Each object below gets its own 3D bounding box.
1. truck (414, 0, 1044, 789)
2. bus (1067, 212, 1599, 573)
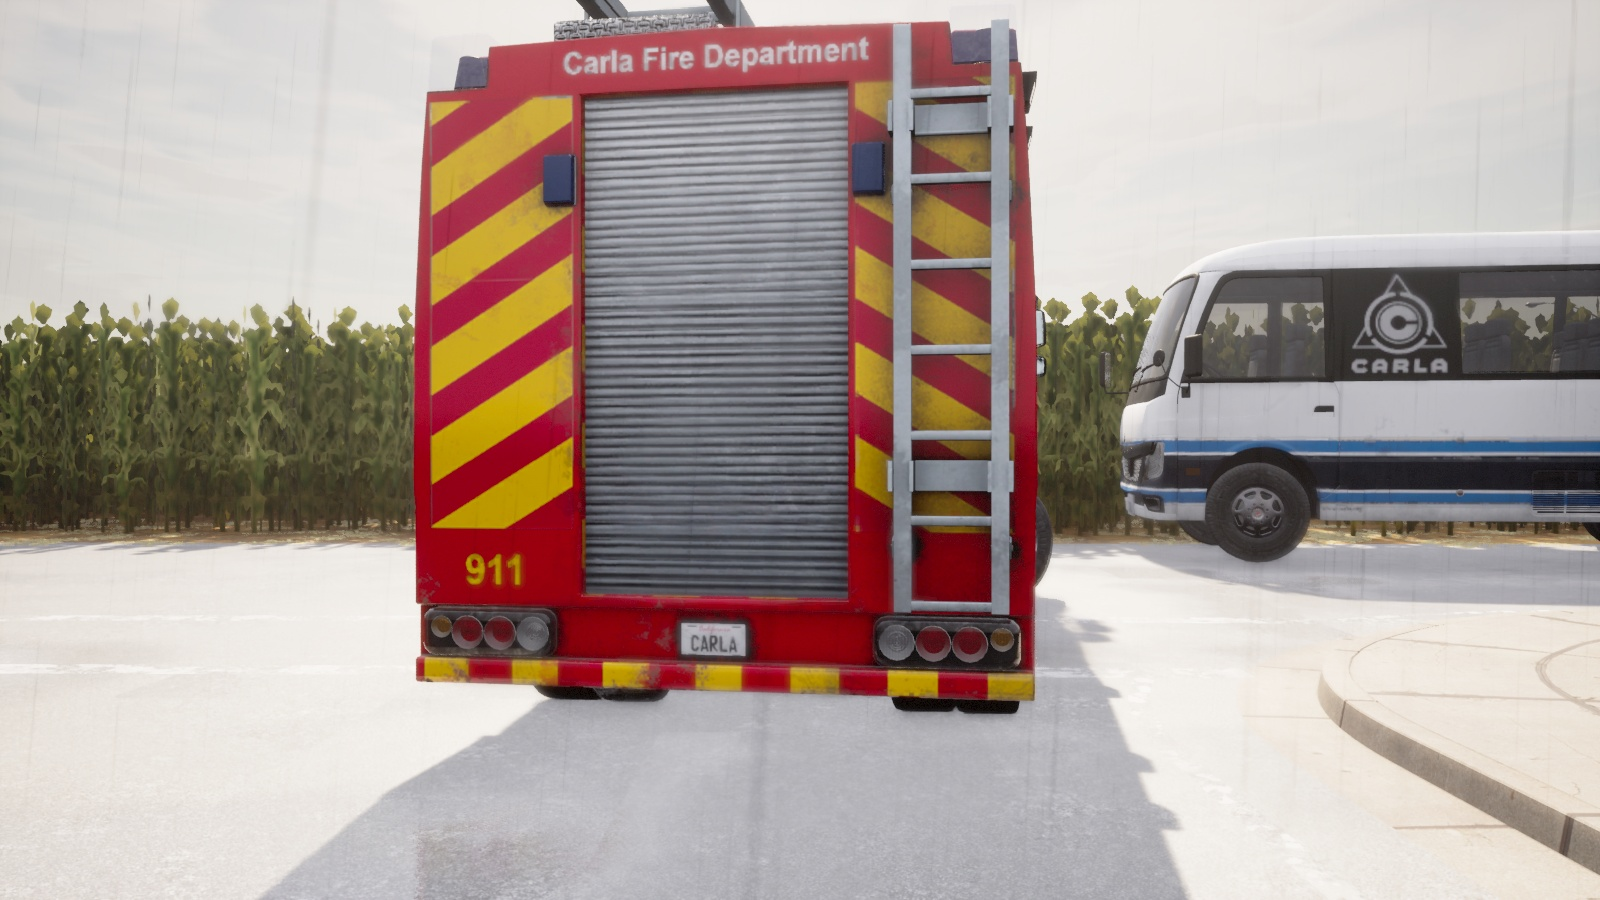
[{"bbox_3d":[0.310,-0.466,9.815,2.891,3.827,8.468,0,0,9],"label":"truck"},{"bbox_3d":[8.975,-0.691,16.848,10.273,4.253,3.944,0,0,8],"label":"bus"}]
